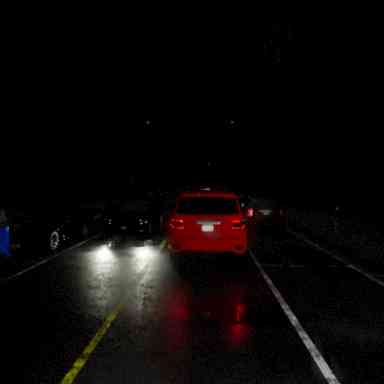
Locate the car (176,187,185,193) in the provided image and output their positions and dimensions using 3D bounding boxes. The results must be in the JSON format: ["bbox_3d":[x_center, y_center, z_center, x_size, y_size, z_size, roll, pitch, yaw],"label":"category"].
[{"bbox_3d":[-2.534,-0.515,76.729,1.802,1.307,4.206,0,1,2],"label":"car"}]

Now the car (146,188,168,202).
[{"bbox_3d":[-4.095,0.323,39.668,1.967,1.590,4.097,0,2,2],"label":"car"}]

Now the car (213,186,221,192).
[{"bbox_3d":[6.448,-0.777,87.169,2.008,1.369,4.403,0,1,2],"label":"car"}]

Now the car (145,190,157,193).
[{"bbox_3d":[-4.548,0.748,28.682,1.947,1.339,4.313,0,2,2],"label":"car"}]

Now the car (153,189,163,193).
[{"bbox_3d":[-4.322,0.614,34.177,1.802,1.307,4.206,0,2,2],"label":"car"}]

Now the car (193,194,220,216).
[{"bbox_3d":[1.086,0.901,25.262,1.895,1.301,4.718,0,2,2],"label":"car"}]

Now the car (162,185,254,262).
[{"bbox_3d":[0.500,0.915,11.020,2.150,2.045,5.566,0,2,2],"label":"car"}]

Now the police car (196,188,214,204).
[{"bbox_3d":[1.535,0.362,38.546,1.930,1.638,5.238,0,2,2],"label":"police car"}]

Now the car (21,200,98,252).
[{"bbox_3d":[-5.228,1.201,12.198,1.947,1.339,4.313,0,2,2],"label":"car"}]

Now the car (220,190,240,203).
[{"bbox_3d":[4.422,0.493,39.321,1.947,1.339,4.313,0,2,2],"label":"car"}]

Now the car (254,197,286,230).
[{"bbox_3d":[3.517,0.969,17.339,1.967,1.590,4.097,0,2,2],"label":"car"}]

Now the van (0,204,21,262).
[{"bbox_3d":[-5.454,1.128,6.697,1.690,1.788,3.998,0,2,2],"label":"van"}]

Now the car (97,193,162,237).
[{"bbox_3d":[-2.528,1.039,15.277,1.882,1.535,5.008,0,2,2],"label":"car"}]

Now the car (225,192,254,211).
[{"bbox_3d":[3.969,0.778,28.332,2.008,1.369,4.403,0,2,2],"label":"car"}]
